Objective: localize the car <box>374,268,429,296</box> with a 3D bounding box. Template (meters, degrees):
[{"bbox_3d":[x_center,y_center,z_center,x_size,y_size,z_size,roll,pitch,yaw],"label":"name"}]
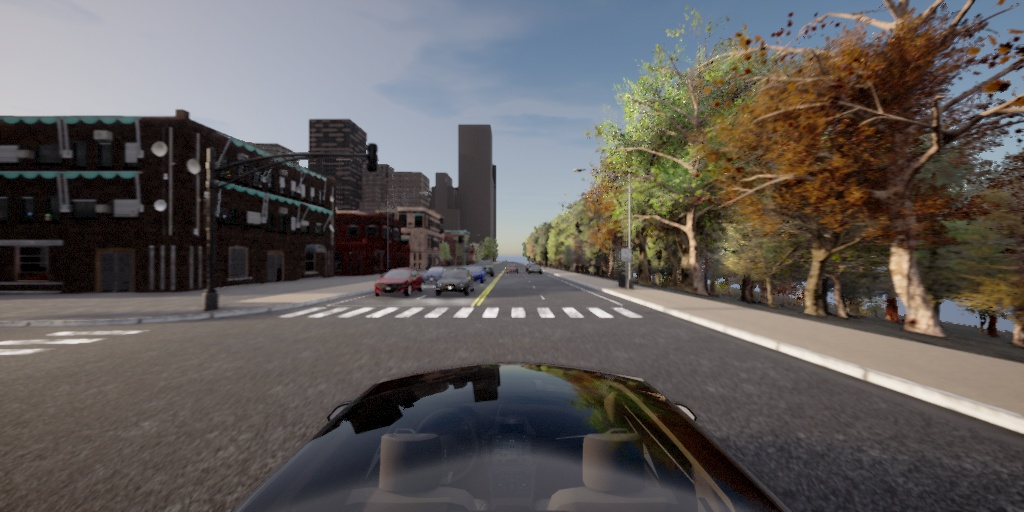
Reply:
[{"bbox_3d":[-6.602,1.481,21.458,1.882,1.535,5.008,0,-1,-1],"label":"car"}]

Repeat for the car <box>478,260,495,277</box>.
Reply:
[{"bbox_3d":[-3.328,1.519,44.567,2.150,2.045,5.566,0,-1,0],"label":"car"}]

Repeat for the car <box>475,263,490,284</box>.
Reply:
[{"bbox_3d":[-3.345,1.616,32.082,1.882,1.535,5.008,0,-1,0],"label":"car"}]

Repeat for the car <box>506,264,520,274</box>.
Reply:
[{"bbox_3d":[0.105,1.903,53.502,2.128,1.511,4.902,0,-1,0],"label":"car"}]

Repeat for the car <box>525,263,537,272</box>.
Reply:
[{"bbox_3d":[3.262,2.023,61.971,1.837,1.490,4.892,0,-1,0],"label":"car"}]

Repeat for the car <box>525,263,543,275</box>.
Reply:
[{"bbox_3d":[3.351,1.956,51.974,1.994,1.385,4.181,0,-1,1],"label":"car"}]

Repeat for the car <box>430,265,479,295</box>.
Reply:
[{"bbox_3d":[-3.347,1.512,21.802,1.837,1.490,4.892,0,-1,0],"label":"car"}]

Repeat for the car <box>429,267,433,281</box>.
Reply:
[{"bbox_3d":[-6.594,1.660,31.730,1.812,1.442,4.674,0,-1,0],"label":"car"}]
